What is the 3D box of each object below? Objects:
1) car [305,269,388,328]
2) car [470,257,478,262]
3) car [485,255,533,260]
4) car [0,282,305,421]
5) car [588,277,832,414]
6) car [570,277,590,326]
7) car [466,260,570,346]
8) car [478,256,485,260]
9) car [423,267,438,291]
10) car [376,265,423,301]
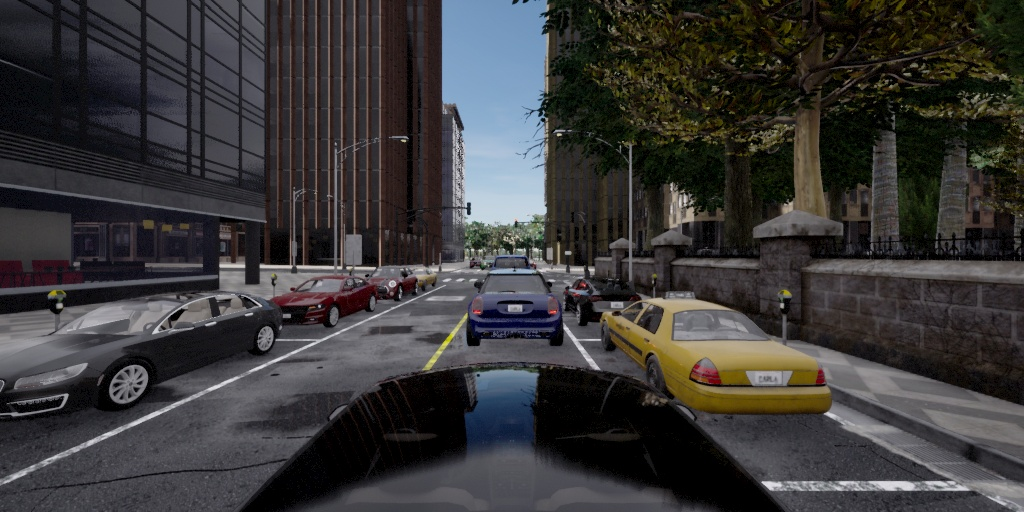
[{"bbox_3d":[-5.780,1.295,11.433,1.888,1.381,4.507,0,0,0],"label":"car"},{"bbox_3d":[-5.864,1.079,59.754,2.192,1.841,5.009,0,0,0],"label":"car"},{"bbox_3d":[-0.025,0.973,18.987,2.150,2.045,5.566,0,0,0],"label":"car"},{"bbox_3d":[-5.770,1.300,5.976,2.007,1.370,4.403,0,0,0],"label":"car"},{"bbox_3d":[2.754,1.275,6.163,1.751,1.417,4.829,0,0,0],"label":"car"},{"bbox_3d":[2.745,1.316,11.450,1.948,1.339,4.313,0,0,0],"label":"car"},{"bbox_3d":[0.039,1.102,9.552,2.097,1.767,4.553,0,0,-1],"label":"car"},{"bbox_3d":[-3.189,0.982,51.229,2.150,2.045,5.566,0,0,-1],"label":"car"},{"bbox_3d":[-5.799,1.277,22.176,1.751,1.417,4.829,0,0,0],"label":"car"},{"bbox_3d":[-5.790,1.190,16.890,1.967,1.591,4.097,0,0,0],"label":"car"}]
